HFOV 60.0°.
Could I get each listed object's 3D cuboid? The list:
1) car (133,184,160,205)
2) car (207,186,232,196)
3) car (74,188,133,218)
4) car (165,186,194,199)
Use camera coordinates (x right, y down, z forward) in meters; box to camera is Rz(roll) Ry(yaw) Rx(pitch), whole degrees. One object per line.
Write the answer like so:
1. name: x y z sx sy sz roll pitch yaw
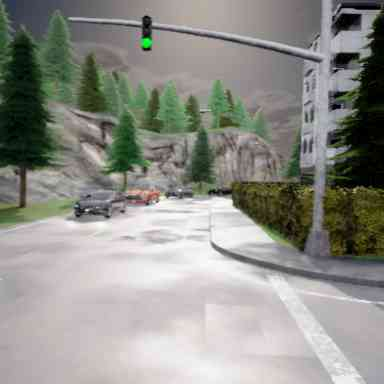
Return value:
1. car: -4.195 0.095 28.359 2.097 1.767 4.553 2 2 9
2. car: 4.203 -0.149 46.259 1.895 1.301 4.718 4 3 43
3. car: -5.121 0.586 19.250 1.837 1.490 4.892 2 2 4
4. car: -1.358 0.002 37.888 1.994 1.385 4.181 3 3 26
